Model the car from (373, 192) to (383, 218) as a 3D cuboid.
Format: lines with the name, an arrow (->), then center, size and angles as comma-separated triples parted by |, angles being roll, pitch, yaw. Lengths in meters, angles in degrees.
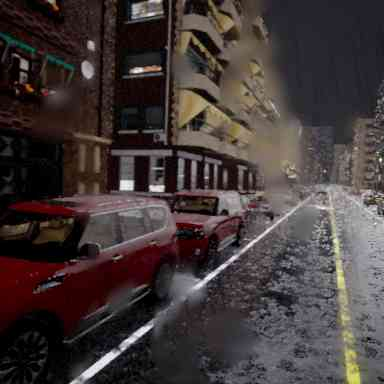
car -> 13.872, 0.935, 22.593 | 1.967, 1.590, 4.097 | 4, 3, 22

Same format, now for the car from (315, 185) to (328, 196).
car -> 22.980, -0.140, 58.794 | 2.033, 1.411, 5.357 | 3, 3, 22

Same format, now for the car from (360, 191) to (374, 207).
car -> 18.147, 0.727, 33.017 | 1.752, 1.417, 4.829 | 4, 3, 22

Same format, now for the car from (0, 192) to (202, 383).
car -> -1.845, 1.027, 5.025 | 2.192, 1.841, 5.009 | 4, 3, 22

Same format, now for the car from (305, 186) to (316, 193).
car -> 25.539, -0.616, 71.743 | 2.008, 1.369, 4.403 | 4, 3, 22

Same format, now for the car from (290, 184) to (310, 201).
car -> 12.906, 0.018, 40.944 | 2.192, 1.841, 5.009 | 4, 3, 22

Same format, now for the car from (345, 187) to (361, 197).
car -> 28.623, -0.077, 58.513 | 1.967, 1.590, 4.097 | 4, 3, 22

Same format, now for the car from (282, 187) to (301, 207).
car -> 8.618, 0.521, 30.534 | 1.752, 1.417, 4.829 | 4, 3, 22

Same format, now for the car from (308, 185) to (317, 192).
car -> 29.753, -0.893, 82.006 | 1.947, 1.339, 4.313 | 4, 3, 22

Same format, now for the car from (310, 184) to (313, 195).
car -> 17.110, -0.036, 51.218 | 2.008, 1.369, 4.403 | 4, 3, 22

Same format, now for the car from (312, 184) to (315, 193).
car -> 19.216, -0.166, 56.350 | 1.947, 1.339, 4.313 | 4, 3, 22

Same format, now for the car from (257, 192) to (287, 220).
car -> 4.465, 0.862, 20.431 | 1.802, 1.307, 4.206 | 4, 3, 22

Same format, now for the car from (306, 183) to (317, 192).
car -> 27.656, -0.997, 76.863 | 2.192, 1.841, 5.009 | 4, 3, 22

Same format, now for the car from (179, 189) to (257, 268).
car -> 0.263, 0.884, 10.157 | 2.192, 1.841, 5.009 | 4, 3, 22
